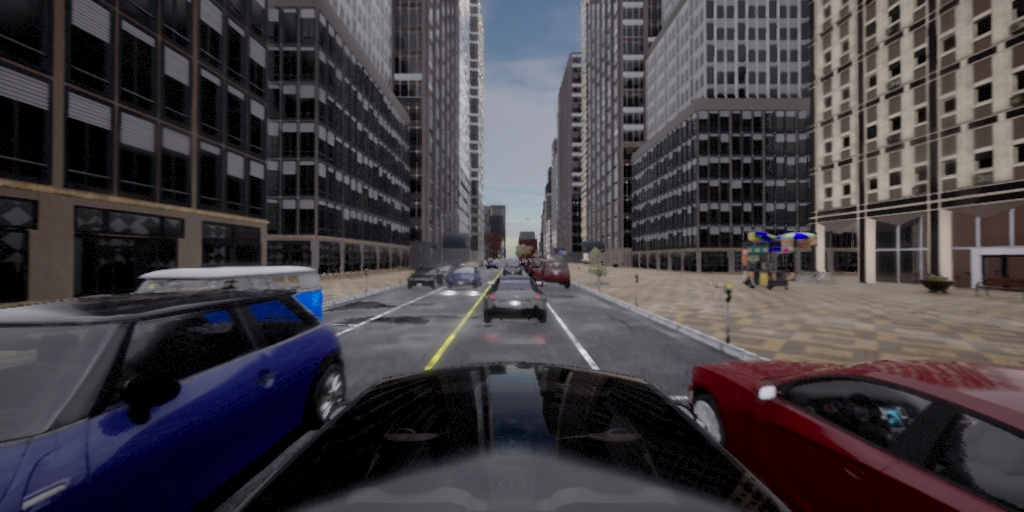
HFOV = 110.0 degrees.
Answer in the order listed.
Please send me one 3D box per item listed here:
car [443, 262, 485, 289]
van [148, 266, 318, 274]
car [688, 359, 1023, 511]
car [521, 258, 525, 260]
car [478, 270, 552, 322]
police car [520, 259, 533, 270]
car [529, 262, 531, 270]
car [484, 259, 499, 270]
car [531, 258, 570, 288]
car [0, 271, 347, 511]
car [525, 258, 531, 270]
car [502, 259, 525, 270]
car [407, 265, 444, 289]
[{"bbox_3d":[-3.042,1.357,23.776,1.812,1.442,4.674,0,0,0],"label":"car"},{"bbox_3d":[-5.690,1.114,7.581,1.690,1.789,3.998,0,0,0],"label":"van"},{"bbox_3d":[2.716,1.295,2.047,1.888,1.381,4.507,0,0,0],"label":"car"},{"bbox_3d":[2.680,1.223,46.359,2.192,1.841,5.009,0,0,0],"label":"car"},{"bbox_3d":[0.097,1.353,12.425,1.994,1.385,4.181,0,0,0],"label":"car"},{"bbox_3d":[2.350,1.379,59.492,1.930,1.638,5.238,0,0,0],"label":"police car"},{"bbox_3d":[2.684,1.395,29.741,1.888,1.381,4.507,0,0,0],"label":"car"},{"bbox_3d":[-3.060,1.549,57.057,1.895,1.301,4.718,0,0,1],"label":"car"},{"bbox_3d":[2.686,1.145,24.201,2.192,1.841,5.009,0,0,0],"label":"car"},{"bbox_3d":[-3.098,1.108,2.545,2.097,1.767,4.553,0,0,0],"label":"car"},{"bbox_3d":[2.682,1.185,35.281,2.192,1.841,5.009,0,0,0],"label":"car"},{"bbox_3d":[0.085,1.365,35.857,2.128,1.511,4.902,0,0,0],"label":"car"},{"bbox_3d":[-5.695,1.399,24.199,1.948,1.339,4.313,0,0,0],"label":"car"}]
